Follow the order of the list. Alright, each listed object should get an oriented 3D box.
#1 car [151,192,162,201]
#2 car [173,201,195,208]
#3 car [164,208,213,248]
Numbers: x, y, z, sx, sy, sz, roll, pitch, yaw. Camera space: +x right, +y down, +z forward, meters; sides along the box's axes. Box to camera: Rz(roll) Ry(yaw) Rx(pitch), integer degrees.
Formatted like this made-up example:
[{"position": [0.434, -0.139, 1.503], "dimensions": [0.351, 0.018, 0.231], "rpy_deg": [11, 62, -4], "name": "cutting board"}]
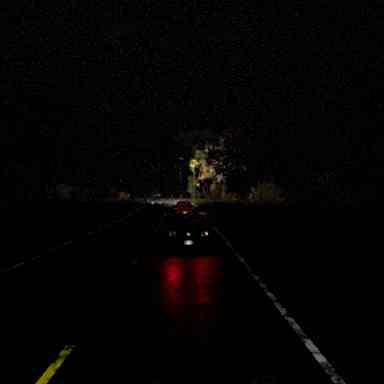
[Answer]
[{"position": [-8.164, 1.036, 76.292], "dimensions": [2.150, 2.045, 5.566], "rpy_deg": [0, 0, -7], "name": "car"}, {"position": [-0.712, 1.505, 29.734], "dimensions": [1.812, 1.442, 4.674], "rpy_deg": [0, 0, -3], "name": "car"}, {"position": [-0.179, 1.607, 14.727], "dimensions": [1.895, 1.301, 4.718], "rpy_deg": [0, 0, -1], "name": "car"}]
